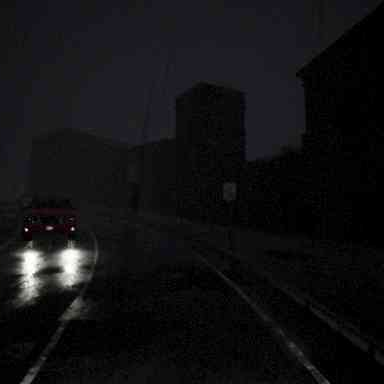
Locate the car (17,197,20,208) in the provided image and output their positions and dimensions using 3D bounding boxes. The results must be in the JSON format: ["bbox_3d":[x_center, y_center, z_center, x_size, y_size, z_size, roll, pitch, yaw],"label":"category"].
[{"bbox_3d":[-18.369,0.941,38.757,5.566,2.045,2.150,2,-2,42],"label":"car"}]

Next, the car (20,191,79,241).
[{"bbox_3d":[-6.967,1.138,16.553,2.150,2.045,5.566,2,0,-22],"label":"car"}]
